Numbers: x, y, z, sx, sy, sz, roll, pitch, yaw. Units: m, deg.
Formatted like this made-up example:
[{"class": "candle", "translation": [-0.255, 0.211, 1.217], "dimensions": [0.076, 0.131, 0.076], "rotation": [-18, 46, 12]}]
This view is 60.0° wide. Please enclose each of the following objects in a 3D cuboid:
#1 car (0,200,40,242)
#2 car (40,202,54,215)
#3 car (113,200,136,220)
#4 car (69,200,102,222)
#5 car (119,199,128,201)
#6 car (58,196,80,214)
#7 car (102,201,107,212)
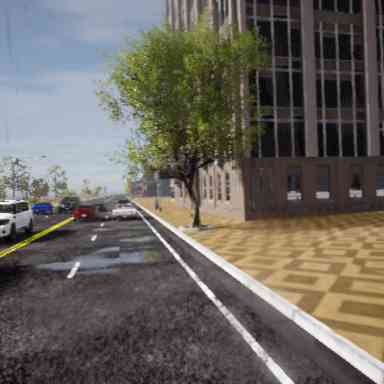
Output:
[{"class": "car", "translation": [-10.352, 1.514, 18.165], "dimensions": [2.150, 2.045, 5.566], "rotation": [-2, 0, -12]}, {"class": "car", "translation": [-18.376, 1.968, 40.936], "dimensions": [1.882, 1.535, 5.008], "rotation": [-2, 0, -12]}, {"class": "car", "translation": [-5.906, 1.700, 29.131], "dimensions": [1.895, 1.301, 4.718], "rotation": [-2, 0, -12]}, {"class": "car", "translation": [-9.187, 1.739, 29.074], "dimensions": [1.812, 1.442, 4.674], "rotation": [-2, 0, -12]}, {"class": "car", "translation": [-9.110, 1.679, 44.531], "dimensions": [1.812, 1.442, 4.674], "rotation": [-2, 0, -12]}, {"class": "car", "translation": [-15.247, 1.593, 41.804], "dimensions": [2.150, 2.045, 5.566], "rotation": [-2, 0, -12]}, {"class": "car", "translation": [-12.159, 1.827, 43.271], "dimensions": [1.994, 1.385, 4.181], "rotation": [-2, 0, -12]}]
